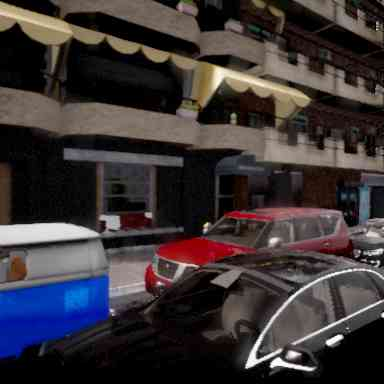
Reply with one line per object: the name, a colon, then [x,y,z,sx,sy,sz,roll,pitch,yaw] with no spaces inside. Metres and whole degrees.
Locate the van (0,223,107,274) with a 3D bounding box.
van: [-2.984,1.342,3.962,3.998,1.788,1.690,0,1,-35]

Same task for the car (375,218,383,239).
car: [6.030,1.528,10.394,4.403,1.369,2.008,0,0,-35]

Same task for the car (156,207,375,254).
car: [1.523,1.304,7.177,5.009,1.841,2.192,0,1,-35]

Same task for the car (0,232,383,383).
car: [0.782,1.499,3.629,4.892,1.490,1.837,0,0,-35]
